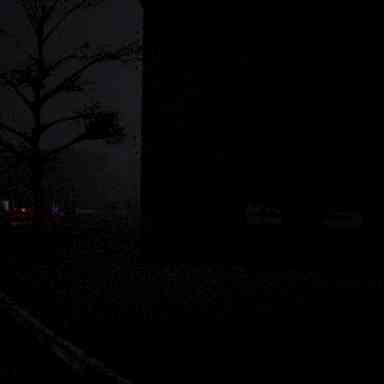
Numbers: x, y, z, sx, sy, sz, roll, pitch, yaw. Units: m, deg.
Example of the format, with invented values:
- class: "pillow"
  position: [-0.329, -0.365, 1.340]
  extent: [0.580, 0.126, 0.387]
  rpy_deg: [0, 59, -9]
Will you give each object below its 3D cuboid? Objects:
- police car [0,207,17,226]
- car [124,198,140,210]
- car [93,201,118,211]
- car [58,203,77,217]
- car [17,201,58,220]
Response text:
- class: "police car"
  position: [-14.160, 1.660, 23.050]
  extent: [1.930, 1.638, 5.238]
  rpy_deg: [1, -1, -13]
- class: "car"
  position: [-9.130, 2.110, 56.577]
  extent: [2.150, 2.045, 5.566]
  rpy_deg: [1, -1, 28]
- class: "car"
  position: [-14.076, 2.224, 54.483]
  extent: [2.128, 1.511, 4.902]
  rpy_deg: [1, -1, 25]
- class: "car"
  position: [-14.871, 1.996, 37.797]
  extent: [1.812, 1.442, 4.674]
  rpy_deg: [1, -1, 8]
- class: "car"
  position: [-15.243, 1.720, 32.177]
  extent: [2.097, 1.767, 4.553]
  rpy_deg: [1, -1, 0]
